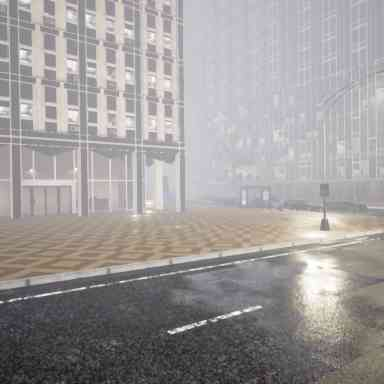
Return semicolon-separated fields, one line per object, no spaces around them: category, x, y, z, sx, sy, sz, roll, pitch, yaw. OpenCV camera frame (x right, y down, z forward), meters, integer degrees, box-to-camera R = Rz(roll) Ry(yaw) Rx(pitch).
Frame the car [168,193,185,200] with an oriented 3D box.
car;-3.496;0.936;73.767;1.802;1.307;4.206;0;1;-34

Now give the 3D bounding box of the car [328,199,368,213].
car;16.111;1.408;34.991;1.994;1.385;4.181;-1;1;-35

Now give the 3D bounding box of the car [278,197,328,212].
car;12.020;1.423;36.158;1.947;1.339;4.313;0;1;-34

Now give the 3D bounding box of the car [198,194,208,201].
car;2.941;1.043;64.398;1.802;1.307;4.206;0;1;-34

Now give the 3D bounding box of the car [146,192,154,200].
car;-10.404;1.039;69.022;2.008;1.369;4.403;0;1;-34

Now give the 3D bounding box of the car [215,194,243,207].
car;5.645;1.319;45.572;1.947;1.339;4.313;0;1;-34

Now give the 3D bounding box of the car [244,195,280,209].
car;8.815;1.388;40.855;1.802;1.307;4.206;0;1;-34

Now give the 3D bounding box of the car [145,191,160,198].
car;-9.934;0.686;83.134;1.967;1.590;4.097;0;1;-34

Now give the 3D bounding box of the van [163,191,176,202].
van;-3.966;0.937;59.651;1.690;1.788;3.998;0;1;-34

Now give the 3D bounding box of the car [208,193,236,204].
car;4.991;1.266;51.191;1.895;1.301;4.718;-1;1;-34

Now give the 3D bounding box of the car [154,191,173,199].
car;-6.715;0.615;78.448;2.192;1.841;5.009;0;1;-34
